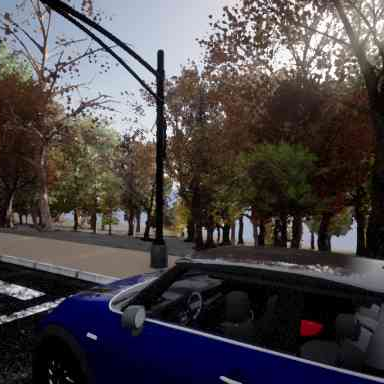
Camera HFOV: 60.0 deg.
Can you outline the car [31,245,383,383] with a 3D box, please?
[{"bbox_3d":[0.418,1.352,3.358,4.553,1.767,2.097,0,0,34],"label":"car"}]
